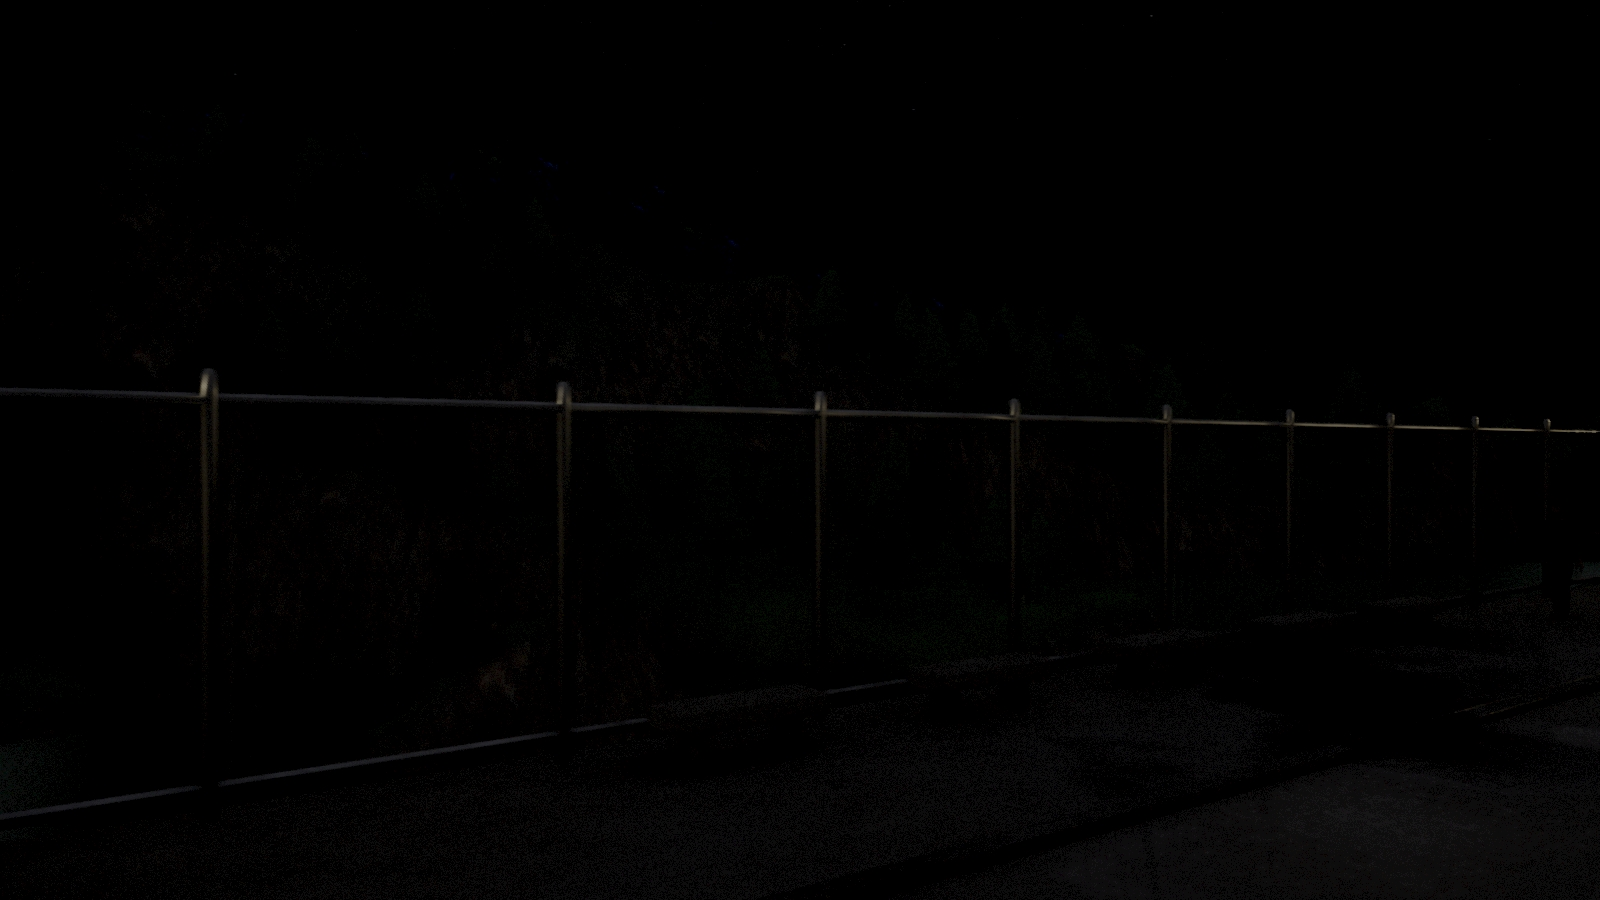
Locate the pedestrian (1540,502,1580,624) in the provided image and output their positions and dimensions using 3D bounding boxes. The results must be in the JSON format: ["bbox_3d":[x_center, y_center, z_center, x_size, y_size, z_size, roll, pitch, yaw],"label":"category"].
[{"bbox_3d":[11.934,1.760,17.946,0.375,1.860,0.375,0,0,-24],"label":"pedestrian"}]
